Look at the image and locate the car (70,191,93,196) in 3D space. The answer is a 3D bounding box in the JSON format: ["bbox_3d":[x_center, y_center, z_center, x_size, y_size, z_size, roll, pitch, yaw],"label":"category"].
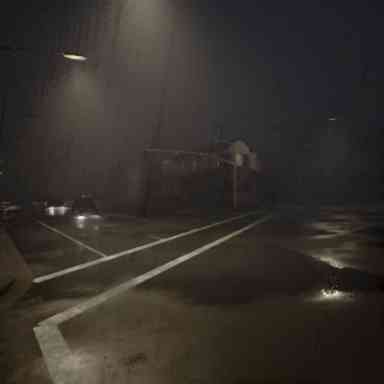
[{"bbox_3d":[-21.651,1.022,64.959,2.128,1.511,4.902,-1,0,-32],"label":"car"}]

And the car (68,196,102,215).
[{"bbox_3d":[-11.256,1.538,34.771,1.812,1.442,4.674,-1,1,-32],"label":"car"}]

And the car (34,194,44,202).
[{"bbox_3d":[-28.555,1.131,62.808,1.837,1.490,4.892,-1,0,-32],"label":"car"}]

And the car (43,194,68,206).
[{"bbox_3d":[-20.237,1.343,49.253,1.895,1.301,4.718,-1,2,-32],"label":"car"}]

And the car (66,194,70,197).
[{"bbox_3d":[-27.154,1.029,73.823,1.994,1.385,4.181,-1,-1,-32],"label":"car"}]

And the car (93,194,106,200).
[{"bbox_3d":[-18.898,1.025,67.162,1.994,1.385,4.181,-1,0,-32],"label":"car"}]
